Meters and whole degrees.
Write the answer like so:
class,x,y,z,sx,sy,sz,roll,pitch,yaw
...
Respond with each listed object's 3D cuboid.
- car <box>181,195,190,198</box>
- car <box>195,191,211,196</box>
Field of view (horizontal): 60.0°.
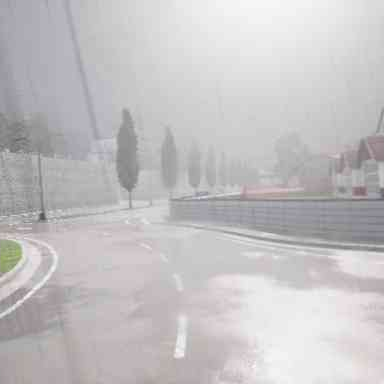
class,x,y,z,sx,sy,sz,roll,pitch,yaw
car,-1.106,1.331,62.252,1.994,1.385,4.181,-3,0,18
car,2.132,0.822,60.950,2.150,2.045,5.566,-3,0,18
